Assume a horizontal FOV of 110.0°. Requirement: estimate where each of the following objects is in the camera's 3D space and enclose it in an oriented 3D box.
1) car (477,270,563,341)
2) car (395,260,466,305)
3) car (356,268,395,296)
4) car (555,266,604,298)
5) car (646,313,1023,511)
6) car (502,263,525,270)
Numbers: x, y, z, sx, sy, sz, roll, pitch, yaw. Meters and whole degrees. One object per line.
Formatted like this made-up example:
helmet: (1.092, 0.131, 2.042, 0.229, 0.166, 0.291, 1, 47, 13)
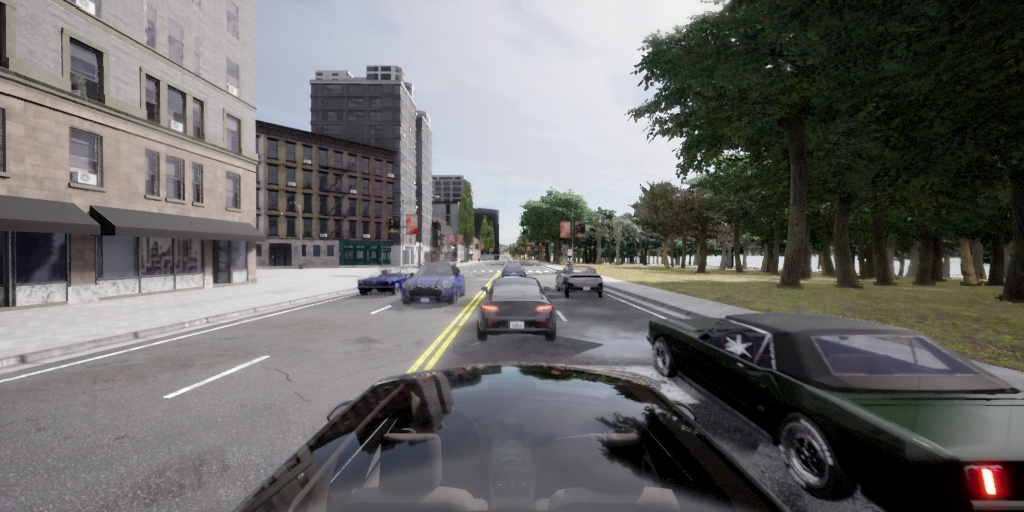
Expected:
car: (0.105, 1.274, 9.778, 1.812, 1.442, 4.674, 0, 0, 0)
car: (-3.326, 1.097, 15.959, 2.097, 1.767, 4.553, 0, 0, 0)
car: (-6.570, 1.344, 19.365, 1.895, 1.301, 4.718, 0, 0, 0)
car: (3.375, 1.236, 18.556, 2.128, 1.511, 4.902, 0, 0, 0)
car: (3.355, 1.350, 4.376, 1.895, 1.301, 4.718, 0, 0, 0)
car: (0.147, 1.301, 29.692, 1.994, 1.385, 4.181, 0, 0, 0)
